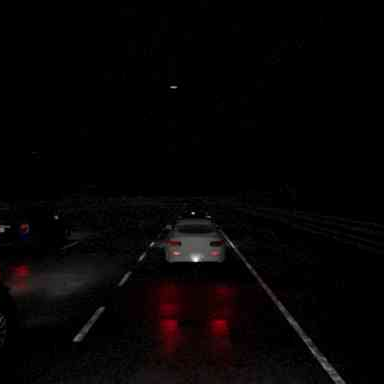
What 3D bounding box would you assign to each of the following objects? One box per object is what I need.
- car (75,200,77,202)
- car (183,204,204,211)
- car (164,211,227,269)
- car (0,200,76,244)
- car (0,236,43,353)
[{"bbox_3d":[-24.499,2.262,67.543,1.812,1.442,4.674,0,-1,0],"label":"car"},{"bbox_3d":[0.101,1.782,29.812,1.994,1.385,4.181,0,-1,0],"label":"car"},{"bbox_3d":[0.100,1.563,11.206,1.812,1.442,4.674,0,0,0],"label":"car"},{"bbox_3d":[-6.900,1.409,14.160,2.097,1.767,4.553,0,0,0],"label":"car"},{"bbox_3d":[-3.500,1.496,2.905,2.128,1.511,4.902,0,0,0],"label":"car"}]
